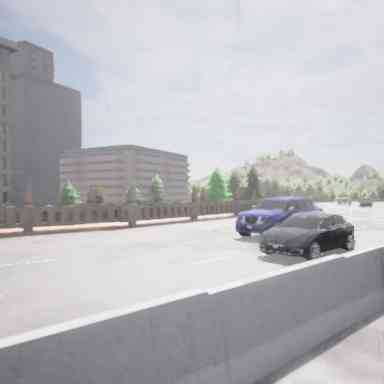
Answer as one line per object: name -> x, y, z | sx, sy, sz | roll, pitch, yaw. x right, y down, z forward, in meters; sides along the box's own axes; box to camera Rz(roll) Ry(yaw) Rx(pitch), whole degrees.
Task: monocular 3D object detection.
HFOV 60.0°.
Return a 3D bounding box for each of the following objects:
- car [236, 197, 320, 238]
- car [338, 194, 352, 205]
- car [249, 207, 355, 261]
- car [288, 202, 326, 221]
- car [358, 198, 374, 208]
car -> 4.628, 1.282, 17.468 | 2.150, 2.045, 5.566 | 0, 0, 45
car -> 29.730, 1.452, 64.523 | 2.150, 2.045, 5.566 | -1, 0, 27
car -> 4.490, 1.541, 12.544 | 4.892, 1.490, 1.837 | 0, 0, -43
car -> 10.209, 1.676, 29.340 | 1.994, 1.385, 4.181 | 0, 0, 36
car -> 27.666, 1.674, 52.832 | 1.837, 1.490, 4.892 | -1, 0, 27
